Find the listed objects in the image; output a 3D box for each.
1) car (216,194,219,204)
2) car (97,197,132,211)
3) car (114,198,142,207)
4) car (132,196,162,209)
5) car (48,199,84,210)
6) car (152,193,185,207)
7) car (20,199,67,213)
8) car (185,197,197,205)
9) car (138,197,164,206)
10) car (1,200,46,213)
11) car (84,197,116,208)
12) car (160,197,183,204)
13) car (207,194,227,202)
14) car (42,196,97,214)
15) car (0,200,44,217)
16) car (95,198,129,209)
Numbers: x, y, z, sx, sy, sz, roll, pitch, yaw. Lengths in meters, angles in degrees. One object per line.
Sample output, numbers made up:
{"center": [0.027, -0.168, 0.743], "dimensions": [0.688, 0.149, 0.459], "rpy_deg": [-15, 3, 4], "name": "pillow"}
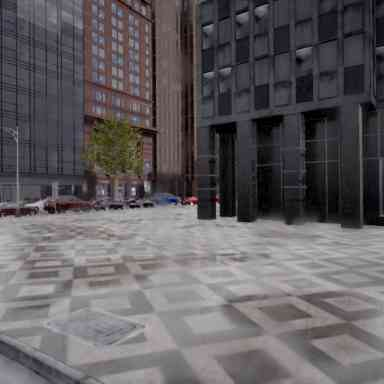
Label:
{"center": [3.211, 1.223, 57.655], "dimensions": [2.192, 1.841, 5.009], "rpy_deg": [-1, 0, 35], "name": "car"}
{"center": [-9.604, 1.525, 39.095], "dimensions": [1.947, 1.339, 4.313], "rpy_deg": [-1, 0, 35], "name": "car"}
{"center": [-10.206, 1.614, 53.223], "dimensions": [1.802, 1.307, 4.206], "rpy_deg": [-1, 0, 35], "name": "car"}
{"center": [-6.400, 1.510, 43.734], "dimensions": [1.947, 1.339, 4.313], "rpy_deg": [-1, 0, 35], "name": "car"}
{"center": [-16.616, 1.643, 43.943], "dimensions": [1.802, 1.307, 4.206], "rpy_deg": [-1, 0, 35], "name": "car"}
{"center": [-4.025, 1.173, 51.707], "dimensions": [2.150, 2.045, 5.566], "rpy_deg": [-1, -1, 35], "name": "car"}
{"center": [-17.051, 1.568, 38.465], "dimensions": [1.812, 1.442, 4.674], "rpy_deg": [-1, 0, 34], "name": "car"}
{"center": [0.008, 1.463, 53.014], "dimensions": [1.887, 1.381, 4.507], "rpy_deg": [-1, 0, 35], "name": "car"}
{"center": [-7.099, 1.546, 57.723], "dimensions": [1.752, 1.417, 4.829], "rpy_deg": [-1, 0, 35], "name": "car"}
{"center": [-19.821, 1.643, 39.303], "dimensions": [1.947, 1.339, 4.313], "rpy_deg": [-1, 0, 35], "name": "car"}
{"center": [-13.413, 1.485, 48.583], "dimensions": [1.967, 1.590, 4.097], "rpy_deg": [-1, 0, 35], "name": "car"}
{"center": [-3.797, 1.575, 62.504], "dimensions": [1.947, 1.339, 4.313], "rpy_deg": [-1, 0, 35], "name": "car"}
{"center": [5.816, 1.297, 76.426], "dimensions": [2.192, 1.841, 5.009], "rpy_deg": [-1, 0, 35], "name": "car"}
{"center": [-12.811, 1.291, 34.457], "dimensions": [2.192, 1.841, 5.009], "rpy_deg": [-1, 0, 35], "name": "car"}
{"center": [-16.013, 1.577, 29.816], "dimensions": [1.802, 1.307, 4.206], "rpy_deg": [-1, 0, 35], "name": "car"}
{"center": [-11.196, 1.538, 46.932], "dimensions": [1.812, 1.442, 4.674], "rpy_deg": [-1, 0, 35], "name": "car"}
